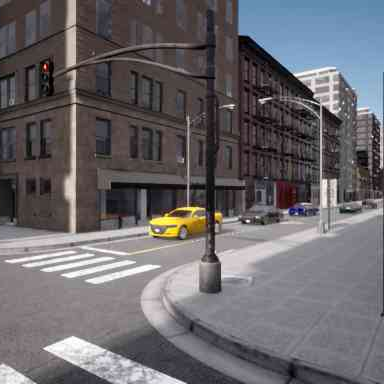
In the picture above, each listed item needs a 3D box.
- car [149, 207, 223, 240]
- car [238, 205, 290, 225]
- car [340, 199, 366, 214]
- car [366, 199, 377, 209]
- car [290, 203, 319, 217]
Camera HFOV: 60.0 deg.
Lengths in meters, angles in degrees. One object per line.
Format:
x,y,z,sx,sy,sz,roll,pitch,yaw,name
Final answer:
-0.208,1.576,17.891,1.882,1.535,5.008,0,0,35,car
5.533,1.704,25.949,2.033,1.411,5.357,0,0,35,car
19.110,1.827,39.908,1.994,1.385,4.181,0,0,35,car
27.666,1.844,51.915,1.837,1.490,4.892,0,0,36,car
11.521,1.815,34.329,1.895,1.301,4.718,0,0,36,car
